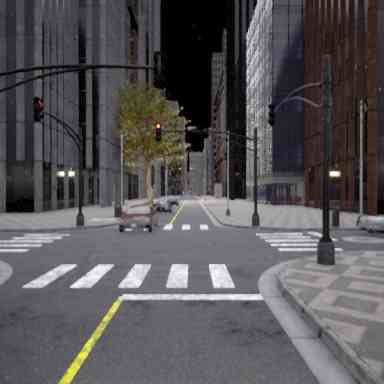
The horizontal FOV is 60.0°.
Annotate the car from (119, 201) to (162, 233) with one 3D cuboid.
[{"bbox_3d":[-3.091,1.517,19.942,1.812,1.442,4.674,0,0,0],"label":"car"}]

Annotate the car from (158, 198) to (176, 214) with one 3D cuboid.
[{"bbox_3d":[-3.092,1.549,35.030,1.994,1.385,4.181,0,0,0],"label":"car"}]

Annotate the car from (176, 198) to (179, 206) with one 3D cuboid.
[{"bbox_3d":[-3.065,1.579,52.797,1.895,1.301,4.718,0,0,0],"label":"car"}]

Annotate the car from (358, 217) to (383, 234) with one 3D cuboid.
[{"bbox_3d":[10.998,1.546,16.670,4.718,1.301,1.895,0,0,-1],"label":"car"}]
